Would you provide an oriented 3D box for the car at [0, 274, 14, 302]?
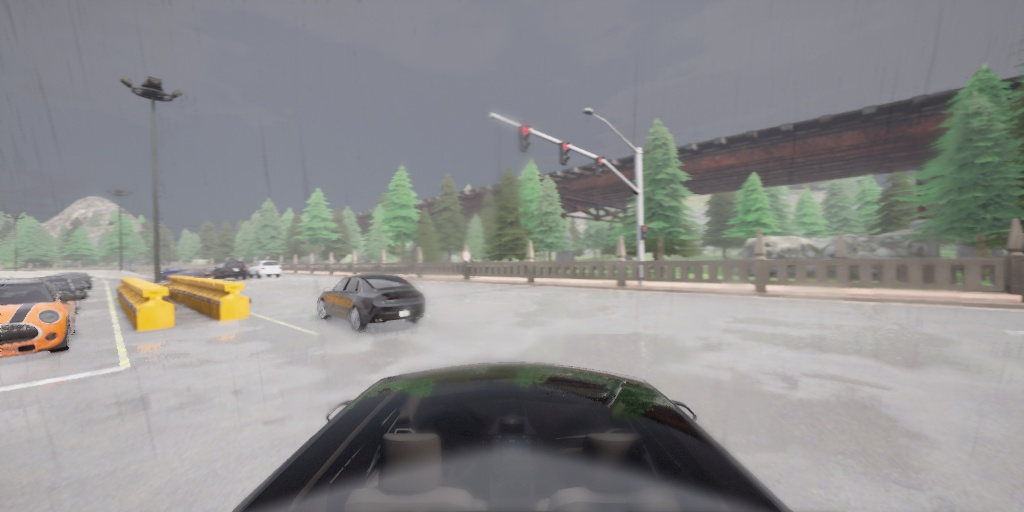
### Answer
[{"bbox_3d":[-32.587,1.976,21.851,4.902,1.511,2.128,-1,0,41],"label":"car"}]

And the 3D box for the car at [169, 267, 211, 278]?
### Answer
[{"bbox_3d":[-31.791,1.986,35.359,5.357,1.411,2.033,-1,0,41],"label":"car"}]

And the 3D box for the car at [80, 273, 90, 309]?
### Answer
[{"bbox_3d":[-18.915,1.666,14.503,4.902,1.511,2.128,-1,0,41],"label":"car"}]

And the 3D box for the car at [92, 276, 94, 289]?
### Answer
[{"bbox_3d":[-34.513,1.995,28.223,5.008,1.535,1.882,-1,0,42],"label":"car"}]

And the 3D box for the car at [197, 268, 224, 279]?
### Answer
[{"bbox_3d":[-38.584,2.179,45.841,4.718,1.301,1.895,-1,0,41],"label":"car"}]

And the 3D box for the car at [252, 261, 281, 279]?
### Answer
[{"bbox_3d":[-29.145,1.583,42.255,5.566,2.045,2.150,-1,0,41],"label":"car"}]

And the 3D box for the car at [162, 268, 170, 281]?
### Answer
[{"bbox_3d":[-39.609,2.088,42.079,5.008,1.535,1.882,-1,0,41],"label":"car"}]

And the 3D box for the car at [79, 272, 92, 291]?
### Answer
[{"bbox_3d":[-26.639,1.849,21.284,4.892,1.490,1.837,-1,0,42],"label":"car"}]

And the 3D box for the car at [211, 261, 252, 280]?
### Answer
[{"bbox_3d":[-30.639,1.625,38.996,5.566,2.045,2.150,-1,0,41],"label":"car"}]

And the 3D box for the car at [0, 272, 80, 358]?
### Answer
[{"bbox_3d":[-12.107,1.376,8.533,4.553,1.767,2.097,-1,0,41],"label":"car"}]

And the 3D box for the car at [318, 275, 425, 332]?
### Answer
[{"bbox_3d":[-4.591,1.344,11.399,1.837,1.490,4.892,0,-1,-44],"label":"car"}]

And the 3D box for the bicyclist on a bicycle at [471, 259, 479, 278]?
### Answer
[{"bbox_3d":[-3.200,1.069,29.952,0.582,1.620,1.656,-1,0,41],"label":"bicyclist on a bicycle"}]
